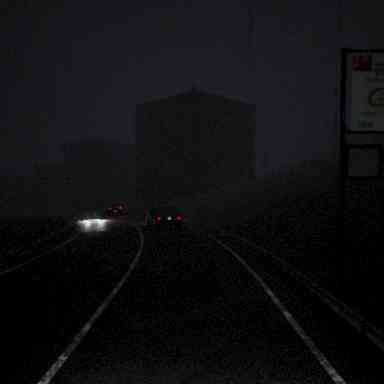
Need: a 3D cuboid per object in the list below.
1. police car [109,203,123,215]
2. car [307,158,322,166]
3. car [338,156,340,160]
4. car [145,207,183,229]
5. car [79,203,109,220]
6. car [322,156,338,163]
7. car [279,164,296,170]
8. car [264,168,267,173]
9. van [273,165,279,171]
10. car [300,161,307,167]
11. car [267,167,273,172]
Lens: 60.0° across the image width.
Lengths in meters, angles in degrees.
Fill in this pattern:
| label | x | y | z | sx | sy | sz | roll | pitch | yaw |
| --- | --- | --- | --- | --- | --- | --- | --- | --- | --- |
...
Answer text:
| label | x | y | z | sx | sy | sz | roll | pitch | yaw |
| --- | --- | --- | --- | --- | --- | --- | --- | --- | --- |
| police car | -10.263 | 2.140 | 41.028 | 2.038 | 1.542 | 4.974 | -1 | -1 | -33 |
| car | 21.258 | -4.813 | 54.529 | 2.185 | 1.767 | 4.553 | 0 | 1 | -1 |
| car | 21.499 | -4.608 | 43.364 | 2.185 | 1.767 | 4.553 | 0 | 1 | -1 |
| car | -2.030 | 1.702 | 22.759 | 2.033 | 1.411 | 5.357 | 0 | -1 | -15 |
| car | -10.147 | 2.043 | 33.535 | 1.994 | 1.385 | 4.181 | -1 | -1 | -27 |
| car | 21.381 | -4.543 | 48.858 | 2.002 | 1.452 | 4.674 | 0 | 1 | -1 |
| car | 20.899 | -4.966 | 71.063 | 2.231 | 1.521 | 4.892 | 0 | 1 | -1 |
| car | 20.542 | -5.455 | 87.582 | 2.435 | 2.045 | 5.566 | 0 | 1 | -1 |
| van | 20.783 | -5.276 | 76.455 | 1.878 | 1.987 | 4.442 | 0 | 1 | -1 |
| car | 21.138 | -4.910 | 60.048 | 2.185 | 1.767 | 4.553 | 0 | 1 | -1 |
| car | 20.661 | -5.091 | 82.100 | 2.002 | 1.452 | 4.674 | 0 | 1 | -1 |
